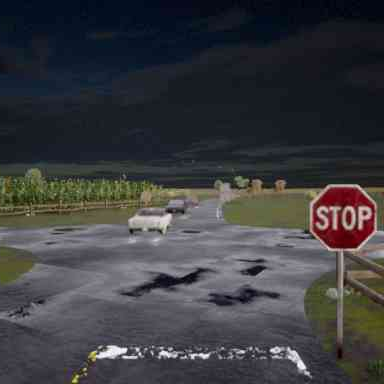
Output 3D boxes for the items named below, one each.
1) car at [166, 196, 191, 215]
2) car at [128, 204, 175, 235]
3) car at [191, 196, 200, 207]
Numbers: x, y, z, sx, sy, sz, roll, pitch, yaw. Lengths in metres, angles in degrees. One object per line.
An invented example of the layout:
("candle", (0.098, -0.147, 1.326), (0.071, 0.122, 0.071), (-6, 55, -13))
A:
("car", (-1.506, 1.477, 33.939), (1.882, 1.535, 5.008), (0, 0, 4))
("car", (-2.319, 1.605, 19.178), (1.895, 1.301, 4.718), (0, 0, 2))
("car", (-0.020, 1.336, 51.063), (2.097, 1.767, 4.553), (0, 0, 6))
